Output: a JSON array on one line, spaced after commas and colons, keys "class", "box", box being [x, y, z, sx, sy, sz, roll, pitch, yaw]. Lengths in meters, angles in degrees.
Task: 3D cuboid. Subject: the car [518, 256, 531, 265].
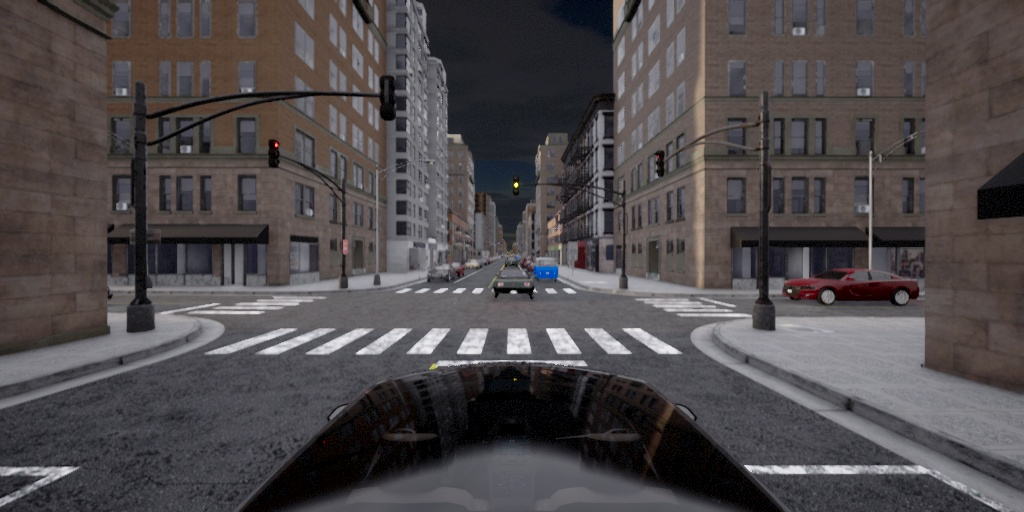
[{"class": "car", "box": [2.531, 0.930, 56.391, 2.192, 1.841, 5.009, 0, 0, 0]}]

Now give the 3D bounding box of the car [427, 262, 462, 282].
[{"class": "car", "box": [-5.439, 1.239, 27.959, 2.007, 1.370, 4.403, 0, 0, 0]}]

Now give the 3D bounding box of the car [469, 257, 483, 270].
[{"class": "car", "box": [-5.483, 1.158, 50.517, 1.751, 1.417, 4.829, 0, 0, 0]}]

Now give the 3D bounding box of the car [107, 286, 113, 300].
[{"class": "car", "box": [-17.752, 1.173, 12.787, 5.357, 1.411, 2.033, 0, 0, 0]}]

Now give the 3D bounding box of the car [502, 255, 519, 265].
[{"class": "car", "box": [-0.109, 0.964, 57.659, 2.097, 1.767, 4.553, 0, 0, 0]}]

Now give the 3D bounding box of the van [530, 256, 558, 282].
[{"class": "van", "box": [2.586, 1.030, 27.984, 1.690, 1.789, 3.998, 0, 0, 0]}]

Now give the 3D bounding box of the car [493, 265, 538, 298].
[{"class": "car", "box": [0.077, 1.320, 18.380, 1.895, 1.301, 4.718, 0, 0, 0]}]

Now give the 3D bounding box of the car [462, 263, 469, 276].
[{"class": "car", "box": [-5.450, 1.221, 33.641, 1.888, 1.381, 4.507, 0, 0, 0]}]

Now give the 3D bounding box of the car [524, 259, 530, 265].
[{"class": "car", "box": [2.564, 1.244, 39.346, 1.802, 1.307, 4.207, 0, 0, 0]}]

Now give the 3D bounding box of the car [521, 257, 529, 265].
[{"class": "car", "box": [2.542, 1.214, 50.709, 1.802, 1.307, 4.207, 0, 0, 0]}]

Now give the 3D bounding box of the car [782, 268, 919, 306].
[{"class": "car", "box": [14.788, 1.294, 15.848, 5.008, 1.535, 1.882, 0, 0, 1]}]

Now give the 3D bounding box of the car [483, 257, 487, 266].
[{"class": "car", "box": [-5.494, 1.181, 56.370, 1.948, 1.339, 4.313, 0, 0, 0]}]
